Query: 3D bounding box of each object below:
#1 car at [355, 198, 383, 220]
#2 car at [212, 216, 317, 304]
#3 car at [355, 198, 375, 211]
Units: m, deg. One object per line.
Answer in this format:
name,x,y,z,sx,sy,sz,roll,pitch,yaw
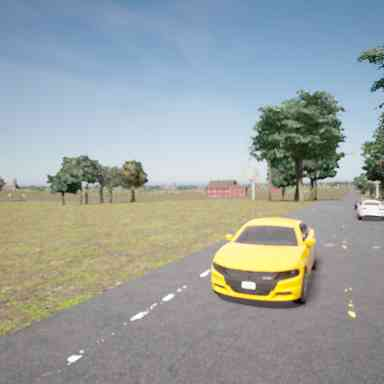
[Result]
car,13.891,1.347,25.818,1.812,1.442,4.674,0,0,26
car,2.053,1.437,8.427,1.882,1.535,5.008,0,0,24
car,19.704,1.338,38.035,1.895,1.301,4.718,0,0,26
